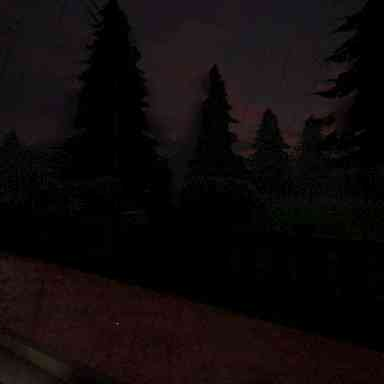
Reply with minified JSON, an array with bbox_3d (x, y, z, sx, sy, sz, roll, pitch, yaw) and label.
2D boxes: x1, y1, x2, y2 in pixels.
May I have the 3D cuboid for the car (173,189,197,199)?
[{"bbox_3d":[-1.388,0.277,67.557,2.128,1.511,4.902,0,6,35],"label":"car"}]

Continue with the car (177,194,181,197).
[{"bbox_3d":[-2.659,0.899,53.659,2.150,2.045,5.566,0,3,36],"label":"car"}]
